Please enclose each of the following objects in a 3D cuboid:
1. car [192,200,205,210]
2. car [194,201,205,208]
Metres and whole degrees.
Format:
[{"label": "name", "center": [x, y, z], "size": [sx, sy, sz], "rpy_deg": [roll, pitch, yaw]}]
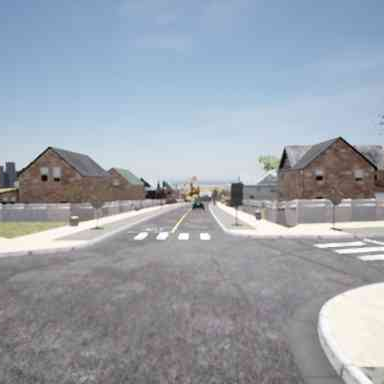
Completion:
[{"label": "car", "center": [1.112, 2.119, 56.863], "size": [2.097, 1.767, 4.553], "rpy_deg": [0, -1, 2]}, {"label": "car", "center": [1.523, 2.501, 66.891], "size": [2.033, 1.411, 5.357], "rpy_deg": [0, -1, 3]}]
